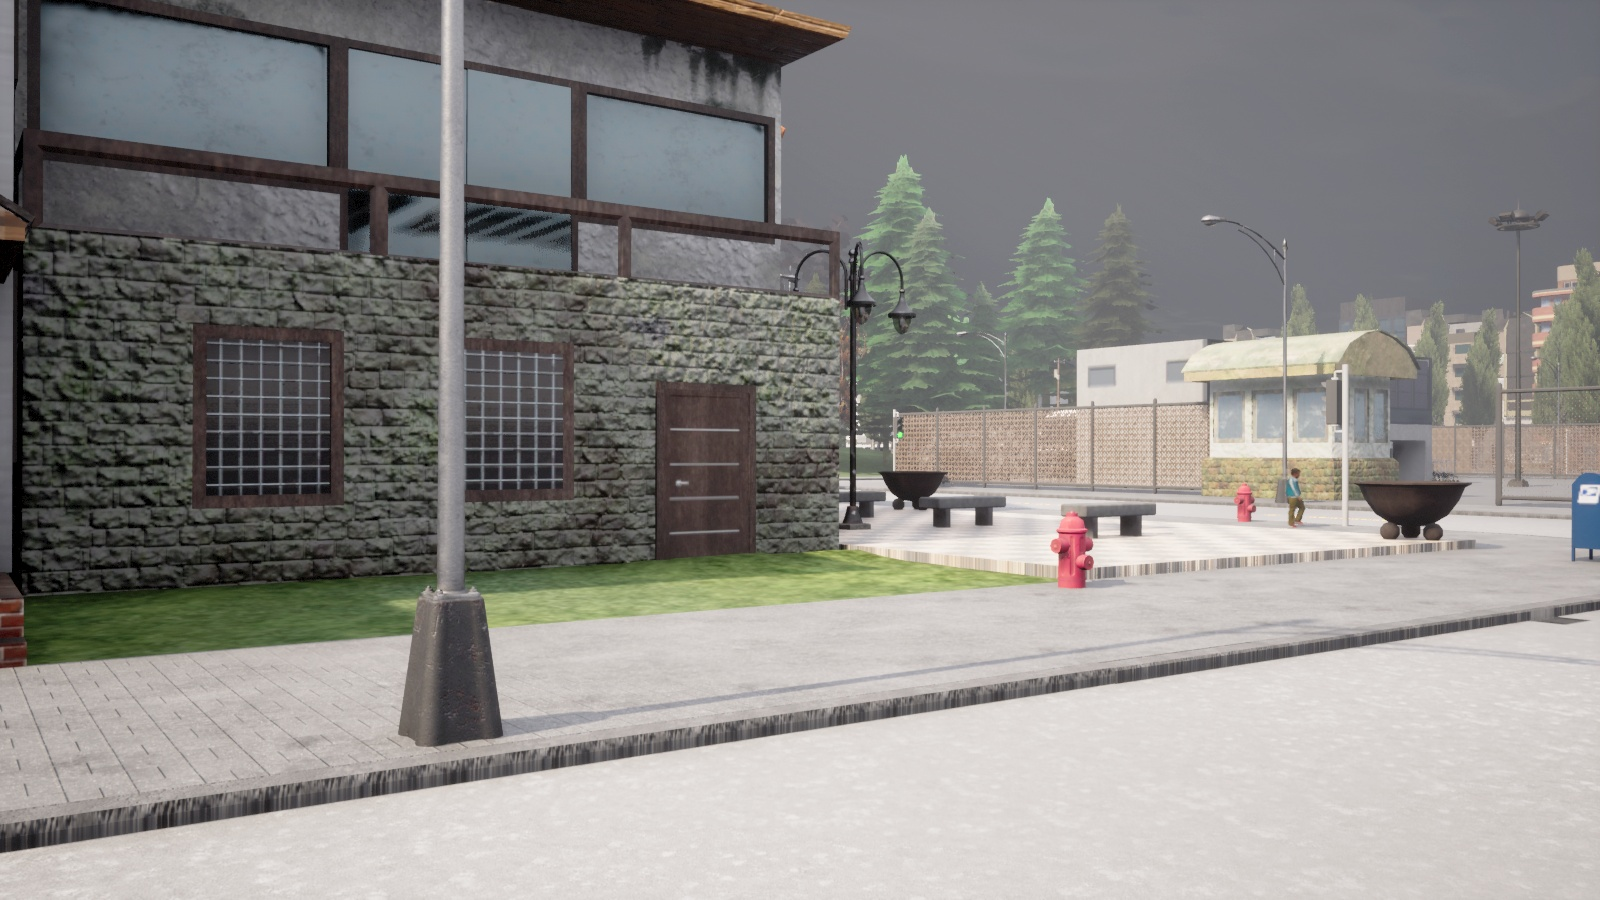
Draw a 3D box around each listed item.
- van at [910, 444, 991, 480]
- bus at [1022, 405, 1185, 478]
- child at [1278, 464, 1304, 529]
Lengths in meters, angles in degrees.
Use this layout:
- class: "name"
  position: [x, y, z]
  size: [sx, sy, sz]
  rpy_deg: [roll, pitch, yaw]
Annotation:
- class: "van"
  position: [8.448, 0.651, 70.230]
  size: [4.442, 1.987, 1.775]
  rpy_deg: [0, 0, -35]
- class: "bus"
  position: [18.819, -0.482, 77.448]
  size: [10.273, 4.253, 3.944]
  rpy_deg: [0, 0, -35]
- class: "child"
  position: [9.239, 0.870, 23.637]
  size: [0.448, 1.192, 0.343]
  rpy_deg: [0, 0, 22]
